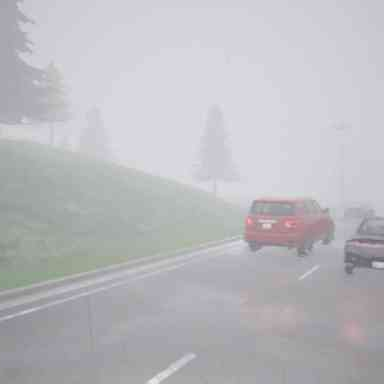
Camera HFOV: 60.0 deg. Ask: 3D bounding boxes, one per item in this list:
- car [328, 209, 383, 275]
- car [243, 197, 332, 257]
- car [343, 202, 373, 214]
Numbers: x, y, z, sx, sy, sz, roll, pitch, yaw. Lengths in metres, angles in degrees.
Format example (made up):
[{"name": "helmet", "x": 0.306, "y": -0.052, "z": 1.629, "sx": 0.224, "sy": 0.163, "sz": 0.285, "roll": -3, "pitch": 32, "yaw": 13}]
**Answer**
[{"name": "car", "x": 5.740, "y": 1.485, "z": 9.685, "sx": 2.128, "sy": 1.511, "sz": 4.902, "roll": 0, "pitch": 0, "yaw": 35}, {"name": "car", "x": 4.049, "y": 1.216, "z": 13.357, "sx": 2.150, "sy": 2.045, "sz": 5.566, "roll": 0, "pitch": 0, "yaw": 35}, {"name": "car", "x": 13.511, "y": 1.508, "z": 26.937, "sx": 1.812, "sy": 1.442, "sz": 4.674, "roll": 0, "pitch": 0, "yaw": 35}]
